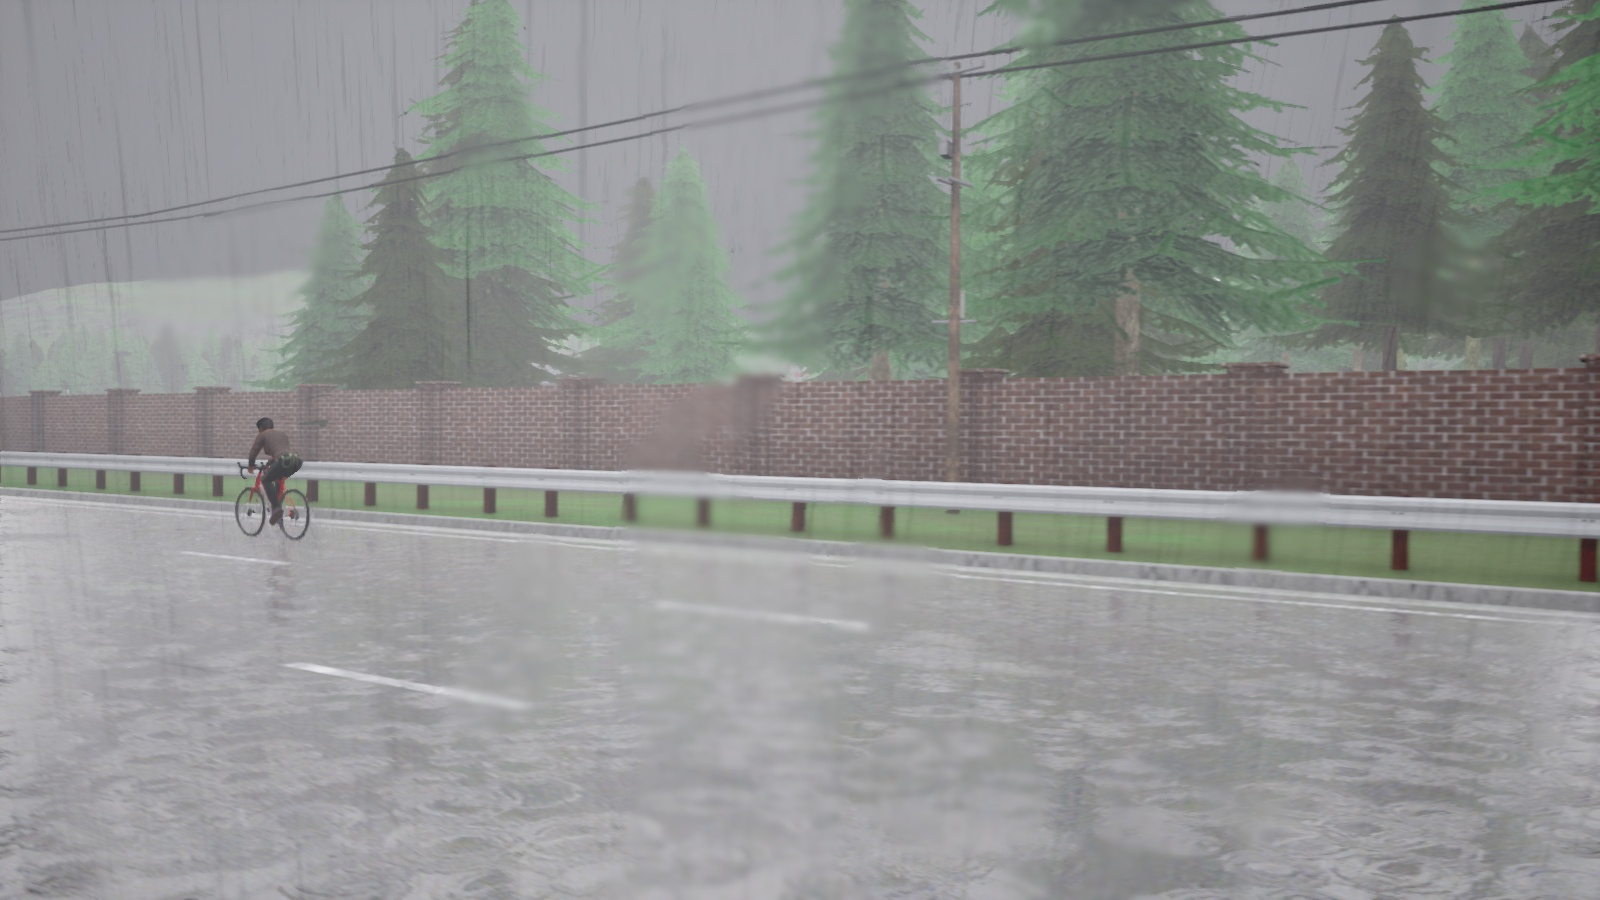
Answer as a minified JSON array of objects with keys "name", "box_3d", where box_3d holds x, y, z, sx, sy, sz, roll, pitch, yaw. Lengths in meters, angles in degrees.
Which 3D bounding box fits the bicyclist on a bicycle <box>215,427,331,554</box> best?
[{"name":"bicyclist on a bicycle","box_3d":[-7.039,0.520,16.759,1.656,1.620,0.582,0,1,34]}]
